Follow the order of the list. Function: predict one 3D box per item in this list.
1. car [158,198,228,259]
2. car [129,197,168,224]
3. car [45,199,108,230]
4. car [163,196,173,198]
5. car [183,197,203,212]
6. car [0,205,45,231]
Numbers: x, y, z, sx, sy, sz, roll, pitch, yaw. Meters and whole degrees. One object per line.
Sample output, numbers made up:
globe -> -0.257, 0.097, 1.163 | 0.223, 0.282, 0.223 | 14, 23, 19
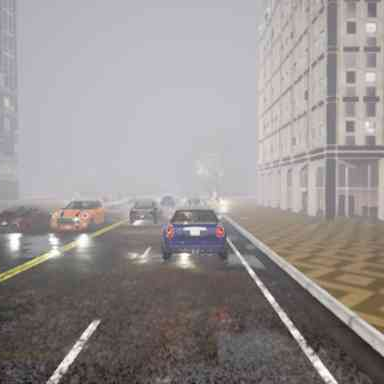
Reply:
car -> 0.093, 1.270, 12.433 | 2.097, 1.767, 4.553 | 0, 0, 0
car -> -3.162, 1.335, 23.436 | 2.128, 1.511, 4.902 | 0, 0, 0
car -> -6.510, 1.251, 19.674 | 2.097, 1.767, 4.553 | 0, 0, 0
car -> -3.172, 1.223, 44.015 | 1.812, 1.442, 4.674 | 0, 0, 0
car -> 0.082, 1.305, 35.796 | 2.033, 1.411, 5.357 | 0, 0, 0
car -> -9.764, 1.438, 19.298 | 1.994, 1.385, 4.181 | 0, 0, 0
